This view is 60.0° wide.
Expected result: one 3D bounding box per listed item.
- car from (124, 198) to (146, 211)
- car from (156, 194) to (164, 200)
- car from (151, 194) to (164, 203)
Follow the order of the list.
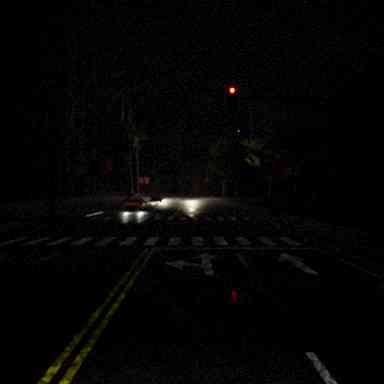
[{"bbox_3d":[-6.446,1.394,38.019,1.882,1.535,5.008,0,1,0],"label":"car"},{"bbox_3d":[-7.814,1.155,80.298,1.837,1.490,4.892,0,0,-5],"label":"car"},{"bbox_3d":[-6.725,1.335,63.115,1.994,1.385,4.181,0,1,-2],"label":"car"}]
